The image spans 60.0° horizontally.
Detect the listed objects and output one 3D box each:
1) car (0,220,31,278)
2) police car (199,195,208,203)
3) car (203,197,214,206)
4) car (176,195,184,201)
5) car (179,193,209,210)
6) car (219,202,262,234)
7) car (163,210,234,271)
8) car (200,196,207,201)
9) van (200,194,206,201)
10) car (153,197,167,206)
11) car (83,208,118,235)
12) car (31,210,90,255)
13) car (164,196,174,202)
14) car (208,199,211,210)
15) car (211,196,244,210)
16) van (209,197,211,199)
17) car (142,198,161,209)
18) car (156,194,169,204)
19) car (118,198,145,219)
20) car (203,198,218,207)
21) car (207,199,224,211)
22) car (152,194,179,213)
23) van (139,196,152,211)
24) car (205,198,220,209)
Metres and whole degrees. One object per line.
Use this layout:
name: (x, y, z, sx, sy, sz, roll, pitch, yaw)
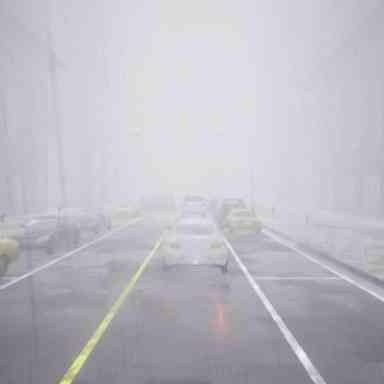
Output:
car: (-5.747, 1.530, 7.484, 1.752, 1.417, 4.829, 0, 0, 0)
police car: (2.530, 1.512, 73.615, 1.930, 1.638, 5.238, 0, 0, 0)
car: (2.892, 1.589, 58.384, 1.752, 1.417, 4.829, 0, 0, 0)
car: (-2.823, 1.497, 79.614, 1.895, 1.301, 4.718, 0, 0, 0)
car: (0.164, 1.252, 31.363, 2.150, 2.045, 5.566, 0, 0, 0)
car: (2.804, 1.542, 19.055, 1.752, 1.417, 4.829, 0, 0, 0)
car: (0.108, 1.533, 10.769, 1.812, 1.442, 4.674, 0, 0, 0)
car: (2.953, 1.654, 86.306, 1.887, 1.381, 4.507, 0, 0, 0)
van: (2.966, 1.461, 91.924, 1.690, 1.788, 3.998, 0, 0, 0)
car: (-5.634, 1.613, 58.223, 2.008, 1.369, 4.403, 0, 0, 0)
car: (-5.721, 1.598, 18.891, 1.802, 1.307, 4.206, 0, 0, 0)
car: (-5.734, 1.592, 13.273, 1.802, 1.307, 4.206, 0, 0, 0)
car: (-5.584, 1.664, 80.698, 1.947, 1.339, 4.313, 0, 0, 0)
car: (2.829, 1.580, 30.122, 2.008, 1.369, 4.403, 0, 0, 0)
car: (2.816, 1.338, 24.504, 2.192, 1.841, 5.009, 0, 0, 0)
van: (2.841, 1.377, 35.741, 1.690, 1.788, 3.998, 0, 0, 0)
car: (-5.659, 1.599, 46.985, 2.008, 1.369, 4.403, 0, 0, 0)
car: (-5.621, 1.385, 63.841, 2.192, 1.841, 5.009, 0, 0, 0)
car: (-5.697, 1.554, 29.959, 1.752, 1.417, 4.829, 0, 0, 0)
car: (2.879, 1.606, 52.590, 2.008, 1.369, 4.403, 0, 0, 0)
car: (2.854, 1.587, 41.359, 1.887, 1.381, 4.507, 0, 0, 0)
car: (-3.012, 1.259, 38.753, 2.150, 2.045, 5.566, 0, 0, 0)
van: (-5.671, 1.382, 41.367, 1.690, 1.788, 3.998, 0, 0, 0)
car: (2.866, 1.593, 46.977, 1.887, 1.381, 4.507, 0, 0, 0)
